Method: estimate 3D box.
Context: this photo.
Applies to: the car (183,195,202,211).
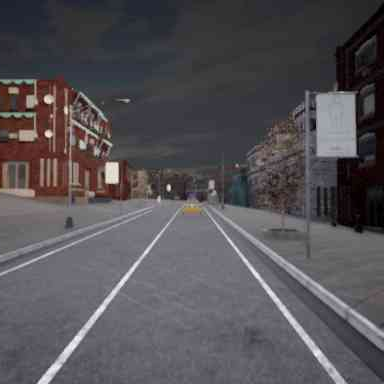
[{"bbox_3d":[0.042,1.294,31.573,1.801,1.575,5.366,0,0,0],"label":"car"}]
